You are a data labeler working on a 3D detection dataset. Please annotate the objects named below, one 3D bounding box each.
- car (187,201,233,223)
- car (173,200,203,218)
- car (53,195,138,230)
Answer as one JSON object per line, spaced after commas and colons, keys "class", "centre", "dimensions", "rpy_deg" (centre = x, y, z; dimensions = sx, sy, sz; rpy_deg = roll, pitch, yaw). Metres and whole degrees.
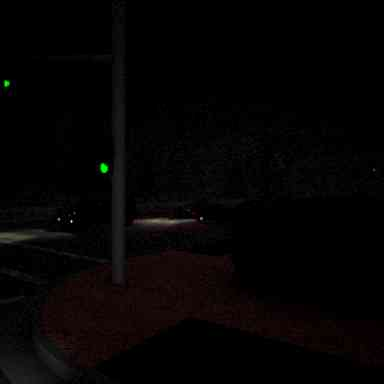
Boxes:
{"class": "car", "centre": [2.038, 1.601, 25.531], "dimensions": [1.895, 1.301, 4.718], "rpy_deg": [0, 0, 38]}
{"class": "car", "centre": [0.386, 1.478, 29.401], "dimensions": [1.882, 1.535, 5.008], "rpy_deg": [0, 0, 39]}
{"class": "car", "centre": [-5.979, 1.221, 21.385], "dimensions": [2.150, 2.045, 5.566], "rpy_deg": [0, 0, 38]}
